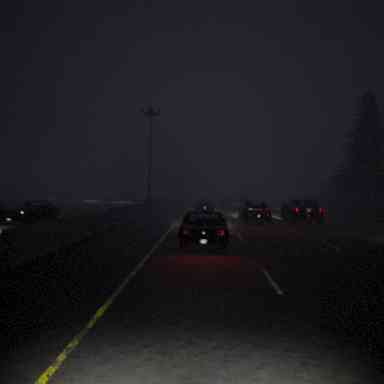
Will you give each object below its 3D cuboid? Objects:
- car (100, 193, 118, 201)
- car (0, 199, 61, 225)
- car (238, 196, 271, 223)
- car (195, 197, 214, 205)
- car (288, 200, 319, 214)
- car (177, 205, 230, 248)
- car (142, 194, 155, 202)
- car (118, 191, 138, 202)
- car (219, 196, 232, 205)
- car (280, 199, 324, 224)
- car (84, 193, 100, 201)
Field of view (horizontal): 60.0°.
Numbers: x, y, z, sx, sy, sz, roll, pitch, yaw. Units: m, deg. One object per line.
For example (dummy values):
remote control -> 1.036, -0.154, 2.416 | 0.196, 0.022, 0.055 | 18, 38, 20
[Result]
car -> -15.217, 0.945, 62.781 | 1.882, 1.535, 5.008 | 1, 0, 3
car -> -9.920, 1.168, 20.355 | 1.895, 1.301, 4.718 | 1, 0, 2
car -> 4.421, 1.330, 23.870 | 2.128, 1.511, 4.902 | 1, 0, 2
car -> 1.285, 1.255, 33.804 | 1.812, 1.442, 4.674 | 1, 0, 2
car -> 11.880, 1.548, 35.833 | 1.895, 1.301, 4.718 | 1, 0, 2
car -> 0.507, 1.443, 14.007 | 1.895, 1.301, 4.718 | 1, 1, 3
car -> -8.203, 1.175, 63.037 | 2.033, 1.411, 5.357 | 1, -1, 3
car -> -11.717, 0.786, 62.624 | 2.150, 2.045, 5.566 | 1, -1, 3
car -> 5.648, 1.343, 56.013 | 1.882, 1.535, 5.008 | 1, -1, 2
car -> 7.948, 1.260, 24.442 | 2.097, 1.767, 4.553 | 1, 0, 2
car -> -18.712, 0.919, 62.912 | 1.812, 1.442, 4.674 | 1, 0, 3
